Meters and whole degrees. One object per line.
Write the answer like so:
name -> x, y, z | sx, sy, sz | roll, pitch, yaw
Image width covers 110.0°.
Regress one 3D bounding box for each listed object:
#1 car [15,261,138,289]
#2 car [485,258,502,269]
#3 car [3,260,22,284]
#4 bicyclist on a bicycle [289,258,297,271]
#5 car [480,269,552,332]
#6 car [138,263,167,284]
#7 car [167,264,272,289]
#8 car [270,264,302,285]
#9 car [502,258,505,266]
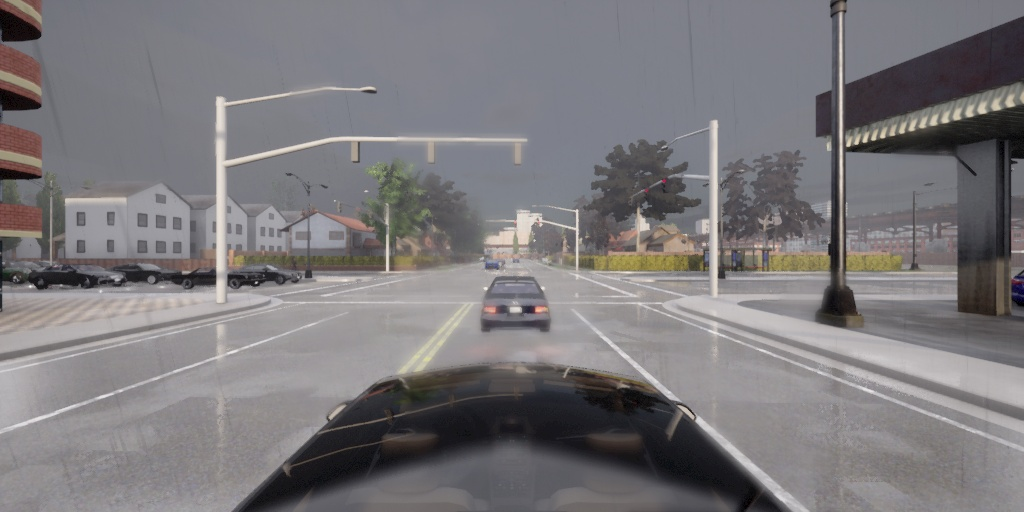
car -> -27.124, 1.239, 22.489 | 4.902, 1.511, 2.128 | 0, 0, 1
car -> -2.835, 1.222, 51.288 | 1.882, 1.535, 5.008 | 0, 0, 1
car -> -36.054, 1.099, 26.133 | 4.553, 1.767, 2.097 | 0, 0, 1
bicyclist on a bicycle -> -26.522, 1.046, 43.463 | 0.582, 1.620, 1.656 | 0, 0, 1
car -> 0.087, 1.296, 10.812 | 2.033, 1.411, 5.357 | 0, 0, 0
car -> -26.769, 1.225, 25.982 | 5.008, 1.535, 1.882 | 0, 0, 1
car -> -18.092, 1.349, 22.331 | 4.718, 1.301, 1.895 | 0, 0, 1
car -> -17.707, 1.273, 25.858 | 4.674, 1.442, 1.812 | 0, 0, 1
car -> -2.724, 1.344, 62.913 | 1.895, 1.301, 4.718 | 0, 0, 1
